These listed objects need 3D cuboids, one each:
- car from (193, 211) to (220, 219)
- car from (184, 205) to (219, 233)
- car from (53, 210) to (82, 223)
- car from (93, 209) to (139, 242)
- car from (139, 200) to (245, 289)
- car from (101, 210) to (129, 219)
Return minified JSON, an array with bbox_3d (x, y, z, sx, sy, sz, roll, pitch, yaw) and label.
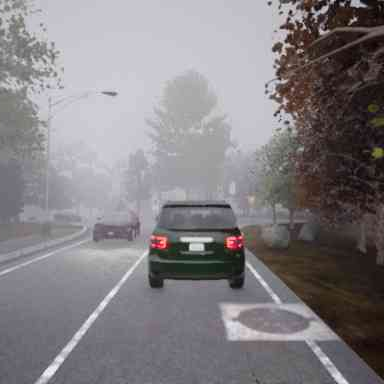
[{"bbox_3d":[2.879,4.511,66.199,5.008,1.535,1.882,0,-3,21],"label":"car"},{"bbox_3d":[0.775,1.784,22.887,2.097,1.767,4.553,0,-3,6],"label":"car"},{"bbox_3d":[-14.771,2.915,39.271,1.837,1.490,4.892,1,-4,-43],"label":"car"},{"bbox_3d":[-3.796,1.676,17.489,1.882,1.535,5.008,0,-2,-3],"label":"car"},{"bbox_3d":[0.114,1.224,9.301,2.150,2.045,5.566,0,-1,0],"label":"car"},{"bbox_3d":[-14.457,4.232,62.630,4.892,1.490,1.837,2,-4,-41],"label":"car"}]
